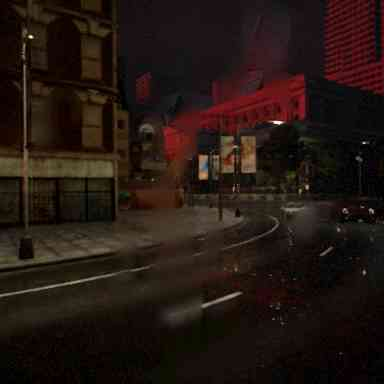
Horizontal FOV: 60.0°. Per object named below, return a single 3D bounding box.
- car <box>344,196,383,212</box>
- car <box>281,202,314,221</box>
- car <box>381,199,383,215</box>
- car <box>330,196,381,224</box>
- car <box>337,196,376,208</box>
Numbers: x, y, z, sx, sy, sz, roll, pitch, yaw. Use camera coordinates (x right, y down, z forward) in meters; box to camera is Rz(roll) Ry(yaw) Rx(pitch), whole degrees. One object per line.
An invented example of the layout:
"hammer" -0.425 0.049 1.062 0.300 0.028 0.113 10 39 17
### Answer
"car" 18.856 1.268 36.217 2.128 1.511 4.902 0 0 -4
"car" 8.201 1.491 26.131 1.895 1.301 4.718 -1 0 9
"car" 15.406 1.346 27.784 1.812 1.442 4.674 0 0 6
"car" 11.153 1.221 23.371 2.097 1.767 4.553 0 0 12
"car" 21.123 1.266 43.013 2.002 1.452 4.674 -1 0 -12
